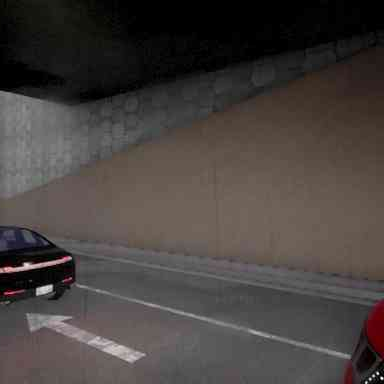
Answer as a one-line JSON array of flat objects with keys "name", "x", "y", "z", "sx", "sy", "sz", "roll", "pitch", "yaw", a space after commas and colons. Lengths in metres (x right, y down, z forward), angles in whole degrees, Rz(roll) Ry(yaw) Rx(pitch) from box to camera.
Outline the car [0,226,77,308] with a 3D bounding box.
[{"name": "car", "x": -4.539, "y": 1.492, "z": 7.208, "sx": 4.902, "sy": 1.511, "sz": 2.128, "roll": 0, "pitch": 0, "yaw": 36}]

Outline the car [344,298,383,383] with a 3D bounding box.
[{"name": "car", "x": 3.650, "y": 1.221, "z": 1.340, "sx": 5.566, "sy": 2.045, "sz": 2.150, "roll": 0, "pitch": 0, "yaw": 35}]
